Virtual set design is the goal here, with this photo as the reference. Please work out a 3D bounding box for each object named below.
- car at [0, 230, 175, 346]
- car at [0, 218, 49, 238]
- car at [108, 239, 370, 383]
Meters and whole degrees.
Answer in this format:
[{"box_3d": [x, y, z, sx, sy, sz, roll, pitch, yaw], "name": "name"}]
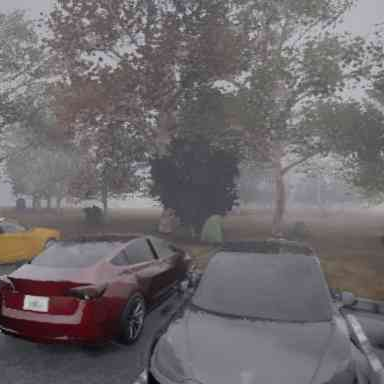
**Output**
[{"box_3d": [-1.354, 1.517, 6.543, 2.163, 1.488, 4.792, 0, -1, 16], "name": "car"}, {"box_3d": [-6.130, 1.487, 10.027, 2.097, 1.535, 5.008, 0, -1, 17], "name": "car"}, {"box_3d": [1.034, 1.517, 4.736, 2.163, 1.488, 4.792, 1, -1, 16], "name": "car"}]
